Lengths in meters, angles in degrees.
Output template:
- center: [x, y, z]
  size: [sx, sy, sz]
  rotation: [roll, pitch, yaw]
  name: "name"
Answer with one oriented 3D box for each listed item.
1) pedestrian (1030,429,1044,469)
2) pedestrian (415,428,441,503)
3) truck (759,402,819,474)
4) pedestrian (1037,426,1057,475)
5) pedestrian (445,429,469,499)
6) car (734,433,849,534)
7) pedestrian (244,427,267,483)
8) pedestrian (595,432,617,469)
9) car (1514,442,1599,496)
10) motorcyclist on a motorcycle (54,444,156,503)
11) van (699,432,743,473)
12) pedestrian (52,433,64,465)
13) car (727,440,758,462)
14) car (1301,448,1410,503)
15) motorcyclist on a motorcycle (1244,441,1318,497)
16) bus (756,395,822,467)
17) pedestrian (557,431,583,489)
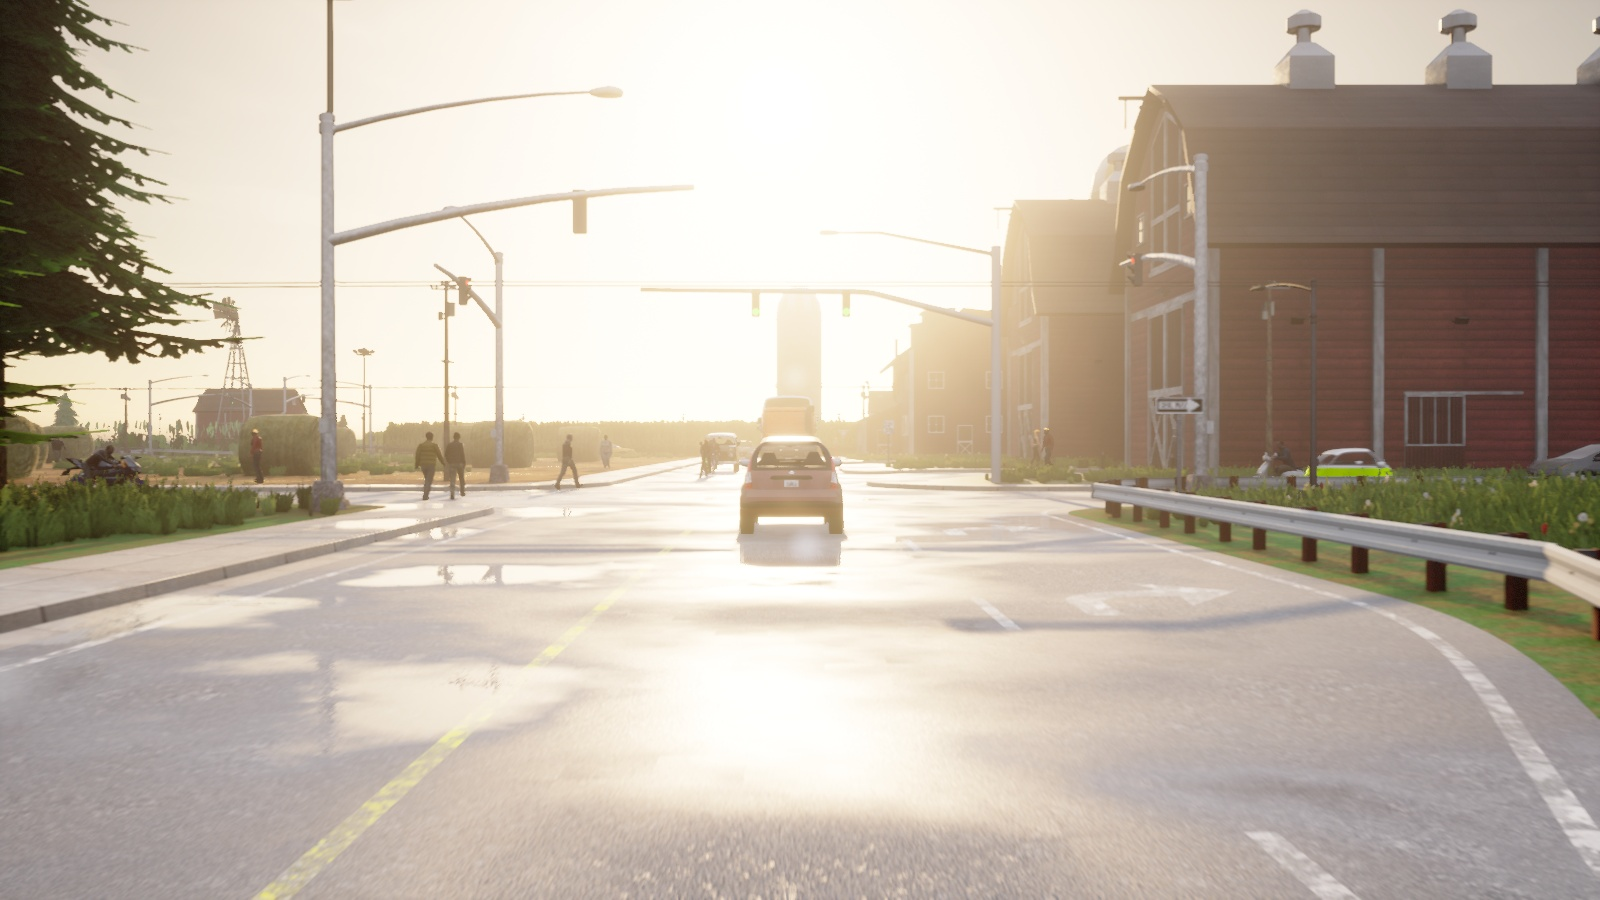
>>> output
- center: [10.908, -0.029, 57.716]
  size: [0.594, 1.836, 0.345]
  rotation: [0, 0, 2]
  name: "pedestrian"
- center: [-9.238, 0.384, 31.178]
  size: [0.370, 1.835, 0.726]
  rotation: [0, 0, 5]
  name: "pedestrian"
- center: [-0.556, -0.596, 63.941]
  size: [2.891, 3.462, 7.936]
  rotation: [0, 0, -1]
  name: "truck"
- center: [9.323, 0.024, 47.373]
  size: [0.636, 1.846, 0.331]
  rotation: [0, 0, -20]
  name: "pedestrian"
- center: [-9.228, 0.371, 33.819]
  size: [0.431, 1.840, 0.703]
  rotation: [0, 0, 2]
  name: "pedestrian"
- center: [-0.153, 0.520, 22.119]
  size: [1.851, 1.617, 3.988]
  rotation: [0, 0, -1]
  name: "car"
- center: [-18.130, 0.163, 41.800]
  size: [0.636, 1.846, 0.331]
  rotation: [0, 0, 7]
  name: "pedestrian"
- center: [-9.873, 0.032, 63.881]
  size: [0.874, 1.855, 0.900]
  rotation: [0, 0, 6]
  name: "pedestrian"
- center: [23.394, 0.533, 36.152]
  size: [4.514, 1.525, 2.007]
  rotation: [0, 0, 0]
  name: "car"
- center: [-18.248, 0.609, 33.005]
  size: [2.191, 1.530, 0.866]
  rotation: [0, 0, 0]
  name: "motorcyclist on a motorcycle"
- center: [-4.071, 0.095, 65.468]
  size: [2.069, 2.038, 4.480]
  rotation: [0, 1, 0]
  name: "van"
- center: [-42.701, -0.038, 72.231]
  size: [0.703, 1.840, 0.431]
  rotation: [0, 0, 44]
  name: "pedestrian"
- center: [-4.372, 0.043, 96.587]
  size: [2.242, 1.667, 4.611]
  rotation: [0, 0, -1]
  name: "car"
- center: [14.458, 0.654, 32.748]
  size: [2.207, 1.376, 1.481]
  rotation: [0, 0, 1]
  name: "car"
- center: [13.870, 0.532, 36.232]
  size: [1.817, 1.590, 0.866]
  rotation: [0, 0, 0]
  name: "motorcyclist on a motorcycle"
- center: [-0.720, -1.126, 80.201]
  size: [3.944, 4.253, 10.273]
  rotation: [0, 0, 0]
  name: "bus"
- center: [-7.314, 0.313, 39.940]
  size: [0.720, 1.854, 0.376]
  rotation: [0, 0, -44]
  name: "pedestrian"
